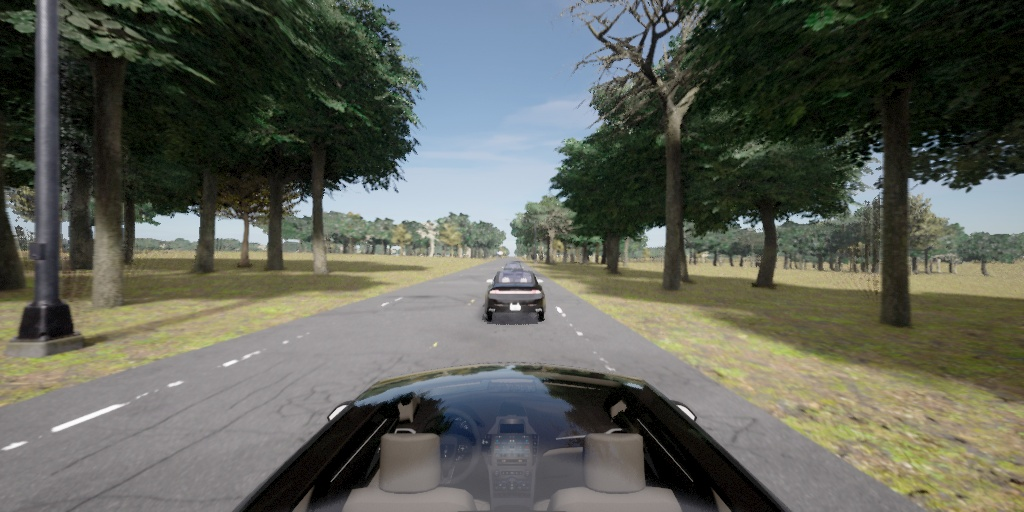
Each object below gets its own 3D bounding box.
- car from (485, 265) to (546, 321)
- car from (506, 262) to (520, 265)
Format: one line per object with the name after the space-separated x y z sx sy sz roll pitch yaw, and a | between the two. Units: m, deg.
0.097 1.242 12.539 2.128 1.511 4.902 0 0 0 | car
0.097 1.287 32.664 2.033 1.411 5.357 0 0 0 | car
